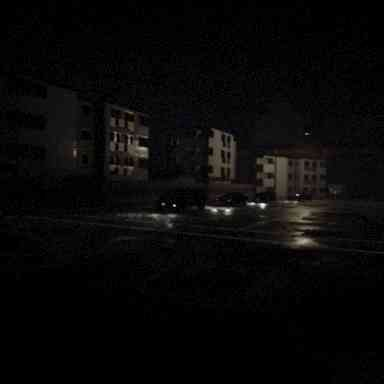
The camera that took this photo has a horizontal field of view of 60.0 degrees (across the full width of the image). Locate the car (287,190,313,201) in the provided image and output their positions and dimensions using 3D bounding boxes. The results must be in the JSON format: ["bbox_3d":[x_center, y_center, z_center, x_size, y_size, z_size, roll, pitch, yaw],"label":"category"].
[{"bbox_3d":[17.051,0.525,52.460,4.553,1.767,2.097,0,1,-37],"label":"car"}]

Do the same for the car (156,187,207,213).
[{"bbox_3d":[-0.792,0.582,28.655,2.150,2.045,5.566,2,1,32],"label":"car"}]

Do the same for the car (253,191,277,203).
[{"bbox_3d":[9.966,0.710,45.044,1.837,1.490,4.892,2,1,36],"label":"car"}]

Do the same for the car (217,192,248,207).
[{"bbox_3d":[4.571,0.755,37.106,1.882,1.535,5.008,2,1,33],"label":"car"}]
